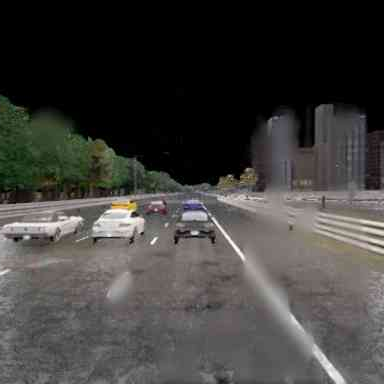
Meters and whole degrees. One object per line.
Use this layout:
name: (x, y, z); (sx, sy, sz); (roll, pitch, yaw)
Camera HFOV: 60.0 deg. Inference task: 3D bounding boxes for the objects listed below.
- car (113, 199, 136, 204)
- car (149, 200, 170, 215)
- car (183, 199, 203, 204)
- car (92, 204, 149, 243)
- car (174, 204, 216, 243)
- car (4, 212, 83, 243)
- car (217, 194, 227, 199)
car: (-6.886, 1.452, 33.944); (1.882, 1.535, 5.008); (0, 0, 0)
car: (-3.385, 1.501, 33.607); (1.812, 1.442, 4.674); (0, 0, 0)
car: (0.114, 1.452, 33.970); (1.882, 1.535, 5.008); (0, 0, 0)
car: (-3.393, 1.519, 15.940); (1.812, 1.442, 4.674); (0, 0, 0)
car: (0.122, 1.519, 16.005); (1.812, 1.442, 4.674); (0, 0, 0)
car: (-6.895, 1.594, 16.104); (1.895, 1.301, 4.718); (0, 0, 0)
car: (7.926, 1.320, 86.044); (2.033, 1.411, 5.357); (0, 0, -10)
